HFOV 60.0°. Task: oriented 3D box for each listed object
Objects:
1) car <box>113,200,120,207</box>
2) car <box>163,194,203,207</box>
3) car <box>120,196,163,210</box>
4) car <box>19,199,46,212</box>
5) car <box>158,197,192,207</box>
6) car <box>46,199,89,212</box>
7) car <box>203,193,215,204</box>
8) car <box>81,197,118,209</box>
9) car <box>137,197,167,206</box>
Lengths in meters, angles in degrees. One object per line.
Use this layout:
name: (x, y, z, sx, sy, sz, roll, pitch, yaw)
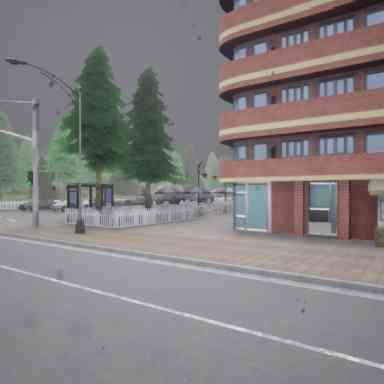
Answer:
car: (-8.243, 1.296, 44.844, 2.097, 1.767, 4.553, 0, 0, 38)
car: (-1.480, 1.166, 42.117, 2.150, 2.045, 5.566, 0, 0, 37)
car: (-6.267, 1.449, 41.562, 1.837, 1.490, 4.892, 0, 0, 35)
car: (-17.492, 1.508, 38.101, 1.994, 1.385, 4.181, 0, 0, 36)
car: (-2.565, 1.492, 51.949, 5.357, 1.411, 2.033, 0, 0, -45)
car: (-13.574, 1.470, 37.589, 1.812, 1.442, 4.674, 0, 0, 36)
car: (1.543, 1.166, 59.692, 5.566, 2.045, 2.150, 0, 0, -34)
car: (-12.467, 1.470, 45.076, 1.812, 1.442, 4.674, 0, 0, 37)
car: (-6.322, 1.470, 52.743, 1.812, 1.442, 4.674, 0, 0, 42)
